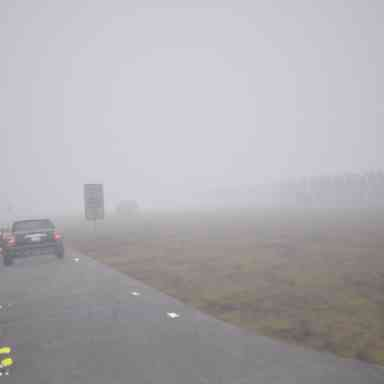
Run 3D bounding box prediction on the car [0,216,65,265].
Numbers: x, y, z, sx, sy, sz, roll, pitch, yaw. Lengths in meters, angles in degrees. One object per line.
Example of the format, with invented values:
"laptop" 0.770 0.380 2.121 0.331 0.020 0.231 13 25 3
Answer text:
"car" -6.957 1.857 14.253 2.097 1.767 4.553 -3 -1 -32
